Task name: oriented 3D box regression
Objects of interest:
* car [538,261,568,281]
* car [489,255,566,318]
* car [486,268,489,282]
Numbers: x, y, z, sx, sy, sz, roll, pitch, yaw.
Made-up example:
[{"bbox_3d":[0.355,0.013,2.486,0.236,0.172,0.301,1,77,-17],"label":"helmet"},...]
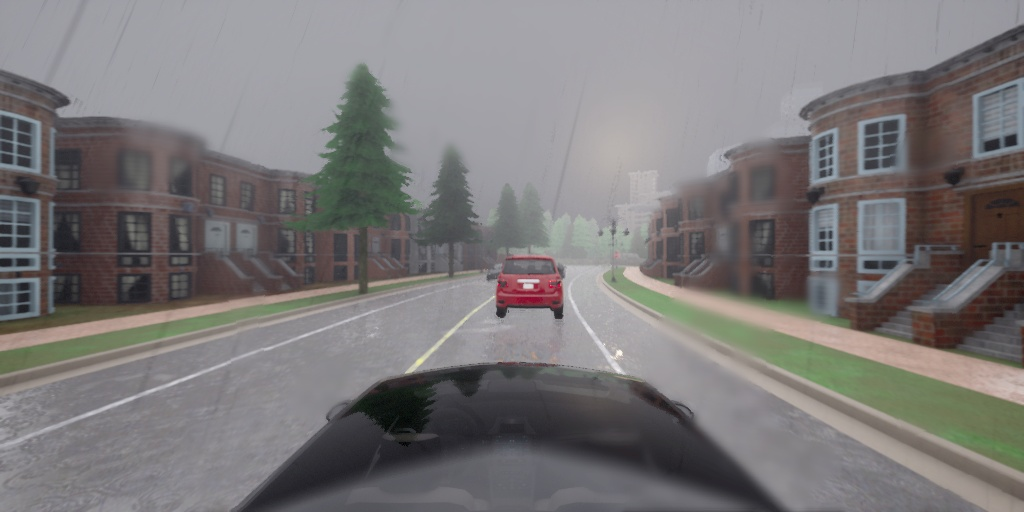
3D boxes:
[{"bbox_3d":[3.682,1.278,31.514,2.128,1.511,4.902,1,0,13],"label":"car"},{"bbox_3d":[0.733,0.986,13.280,2.150,2.045,5.566,0,0,5],"label":"car"},{"bbox_3d":[-0.692,1.280,28.770,1.837,1.490,4.892,0,0,12],"label":"car"}]
